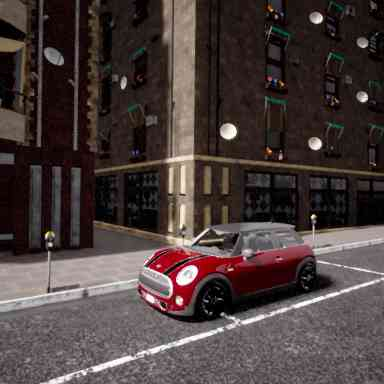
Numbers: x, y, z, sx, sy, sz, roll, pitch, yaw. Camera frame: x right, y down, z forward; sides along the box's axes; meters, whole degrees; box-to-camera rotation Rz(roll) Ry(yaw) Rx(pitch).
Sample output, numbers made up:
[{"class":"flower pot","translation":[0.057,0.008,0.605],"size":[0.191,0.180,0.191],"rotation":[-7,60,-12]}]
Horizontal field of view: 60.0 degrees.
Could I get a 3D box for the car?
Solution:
[{"class":"car","translation":[0.854,1.441,7.300],"size":[4.097,1.590,1.967],"rotation":[0,1,-35]}]
